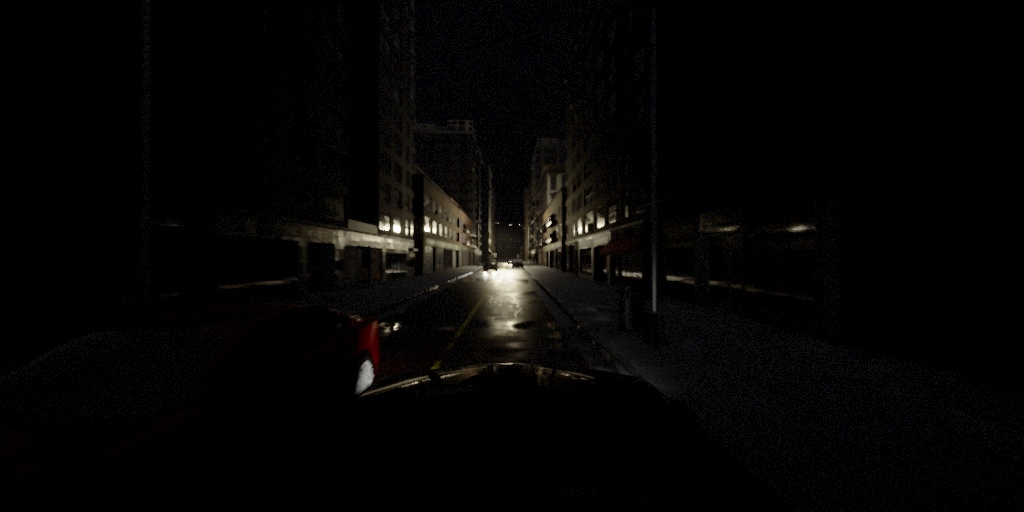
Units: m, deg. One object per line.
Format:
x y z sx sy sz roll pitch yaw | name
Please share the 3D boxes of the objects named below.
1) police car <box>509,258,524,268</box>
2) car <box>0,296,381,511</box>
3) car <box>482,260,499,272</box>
0.951 1.229 60.848 1.930 1.638 5.238 0 0 0 | police car
-2.851 1.228 3.239 1.882 1.535 5.008 0 0 0 | car
-2.826 1.278 47.616 2.128 1.511 4.902 0 0 0 | car
